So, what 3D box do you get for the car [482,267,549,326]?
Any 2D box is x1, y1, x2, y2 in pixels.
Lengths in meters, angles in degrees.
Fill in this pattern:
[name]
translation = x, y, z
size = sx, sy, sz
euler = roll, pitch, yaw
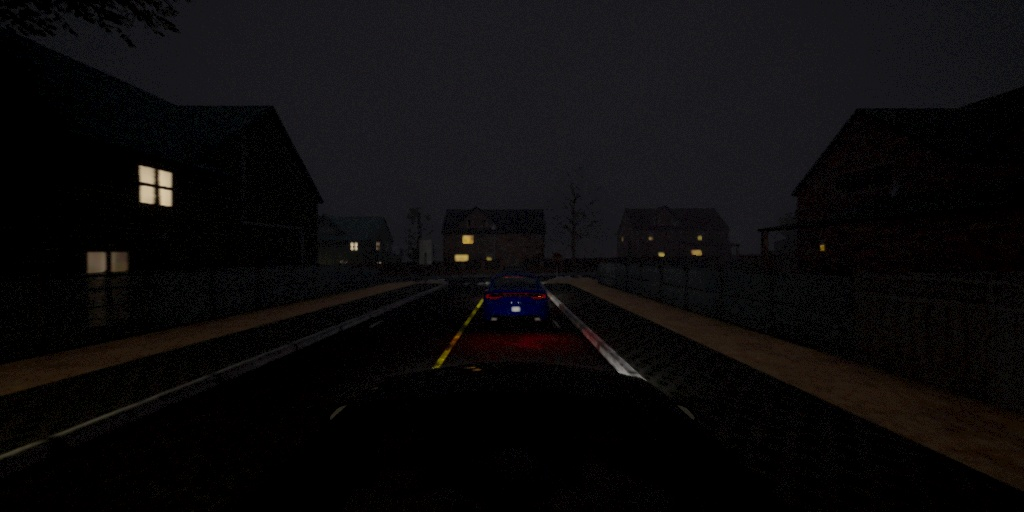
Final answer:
[car]
translation = 0.104, 1.266, 11.887
size = 1.882, 1.535, 5.008
euler = 0, -1, 0
